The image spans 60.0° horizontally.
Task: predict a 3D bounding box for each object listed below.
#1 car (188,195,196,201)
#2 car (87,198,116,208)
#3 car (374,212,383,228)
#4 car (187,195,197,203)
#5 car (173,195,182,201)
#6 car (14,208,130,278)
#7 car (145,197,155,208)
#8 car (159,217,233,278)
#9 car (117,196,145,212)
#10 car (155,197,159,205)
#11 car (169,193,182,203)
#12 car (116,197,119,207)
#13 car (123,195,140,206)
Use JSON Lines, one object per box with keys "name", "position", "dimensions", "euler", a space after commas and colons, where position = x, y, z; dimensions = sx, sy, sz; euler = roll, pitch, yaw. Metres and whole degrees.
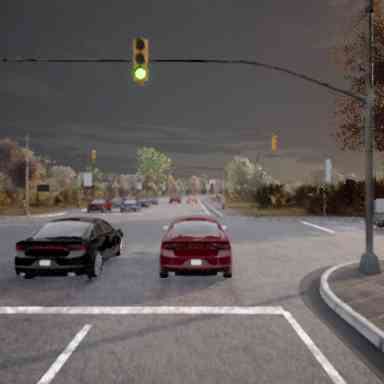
{"name": "car", "position": [0.044, 1.422, 79.140], "dimensions": [1.882, 1.535, 5.008], "euler": [0, 0, 1]}
{"name": "car", "position": [-10.584, 1.523, 38.419], "dimensions": [1.882, 1.535, 5.008], "euler": [0, 0, 0]}
{"name": "car", "position": [13.380, 1.530, 20.299], "dimensions": [4.892, 1.490, 1.837], "euler": [0, 0, 3]}
{"name": "car", "position": [0.004, 1.431, 69.140], "dimensions": [2.097, 1.767, 4.553], "euler": [0, 0, 0]}
{"name": "car", "position": [-3.456, 1.422, 79.162], "dimensions": [1.882, 1.535, 5.008], "euler": [0, 0, 1]}
{"name": "car", "position": [-3.400, 1.490, 10.168], "dimensions": [1.882, 1.535, 5.008], "euler": [0, 0, 0]}
{"name": "car", "position": [-7.039, 1.605, 48.390], "dimensions": [2.033, 1.411, 5.357], "euler": [0, 0, 0]}
{"name": "car", "position": [0.099, 1.490, 10.261], "dimensions": [1.882, 1.535, 5.008], "euler": [0, 0, 0]}
{"name": "car", "position": [-7.089, 1.572, 38.798], "dimensions": [1.812, 1.442, 4.674], "euler": [0, 0, 0]}
{"name": "car", "position": [-7.000, 1.618, 59.048], "dimensions": [2.033, 1.411, 5.357], "euler": [0, 0, 0]}
{"name": "car", "position": [-3.496, 1.301, 68.784], "dimensions": [2.150, 2.045, 5.566], "euler": [0, 0, 0]}
{"name": "car", "position": [-10.541, 1.562, 47.836], "dimensions": [1.837, 1.490, 4.892], "euler": [0, 0, 1]}
{"name": "car", "position": [-10.500, 1.421, 57.908], "dimensions": [2.097, 1.767, 4.553], "euler": [0, 0, 0]}
